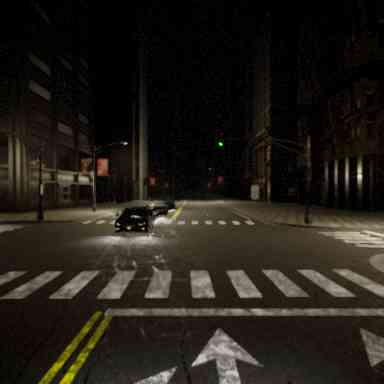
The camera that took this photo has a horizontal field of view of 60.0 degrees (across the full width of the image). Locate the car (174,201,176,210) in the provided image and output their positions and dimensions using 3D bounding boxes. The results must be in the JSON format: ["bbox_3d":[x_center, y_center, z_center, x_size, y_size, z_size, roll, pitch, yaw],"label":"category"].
[{"bbox_3d":[-3.258,1.703,45.154,1.994,1.385,4.181,0,0,0],"label":"car"}]

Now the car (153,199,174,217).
[{"bbox_3d":[-3.256,1.628,32.632,2.128,1.511,4.902,0,1,0],"label":"car"}]

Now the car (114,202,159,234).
[{"bbox_3d":[-3.245,1.599,19.500,1.837,1.490,4.892,1,0,0],"label":"car"}]
